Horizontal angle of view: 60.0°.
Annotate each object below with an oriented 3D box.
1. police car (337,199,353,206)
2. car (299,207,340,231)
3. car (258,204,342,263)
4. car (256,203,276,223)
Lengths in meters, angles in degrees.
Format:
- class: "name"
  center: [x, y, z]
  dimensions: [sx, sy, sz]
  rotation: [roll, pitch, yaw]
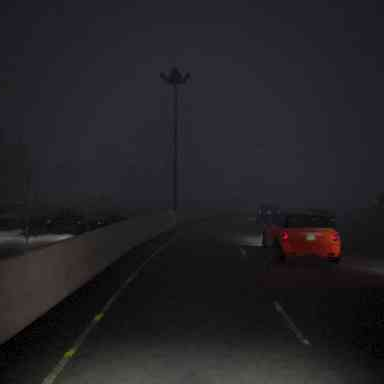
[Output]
- class: "police car"
  center: [38.669, 2.587, 83.824]
  dimensions: [5.238, 1.638, 1.930]
  rotation: [1, -1, -36]
- class: "car"
  center: [9.173, 1.886, 24.365]
  dimensions: [2.033, 1.411, 5.357]
  rotation: [0, -1, 12]
- class: "car"
  center: [4.020, 1.533, 12.927]
  dimensions: [2.097, 1.767, 4.553]
  rotation: [0, -1, 4]
- class: "car"
  center: [6.837, 1.759, 29.310]
  dimensions: [2.097, 1.767, 4.553]
  rotation: [0, -1, 14]
